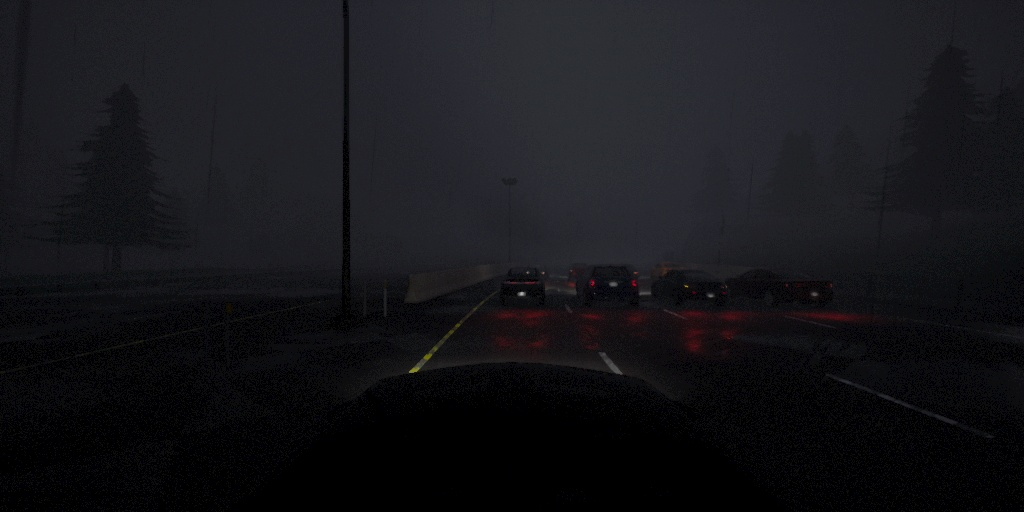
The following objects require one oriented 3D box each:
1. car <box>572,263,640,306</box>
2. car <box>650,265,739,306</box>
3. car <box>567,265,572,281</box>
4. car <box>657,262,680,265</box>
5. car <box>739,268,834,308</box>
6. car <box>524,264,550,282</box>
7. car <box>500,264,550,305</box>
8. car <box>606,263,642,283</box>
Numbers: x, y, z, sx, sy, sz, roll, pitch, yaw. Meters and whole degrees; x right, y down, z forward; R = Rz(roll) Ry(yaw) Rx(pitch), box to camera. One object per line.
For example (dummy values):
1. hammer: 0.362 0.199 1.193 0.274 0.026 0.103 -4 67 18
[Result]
1. car: 4.038 1.113 15.797 2.097 1.767 4.553 0 0 4
2. car: 7.531 1.280 15.563 1.812 1.442 4.674 0 0 4
3. car: 5.659 1.280 30.071 1.812 1.442 4.674 0 0 9
4. car: 12.580 1.232 29.019 1.882 1.535 5.008 0 0 9
5. car: 11.021 1.232 15.299 1.882 1.535 5.008 0 0 4
6. car: 2.203 1.364 30.627 1.895 1.301 4.718 0 0 9
7. car: 0.551 1.242 16.090 2.128 1.511 4.902 0 0 4
8. car: 9.119 1.311 29.545 2.033 1.411 5.357 0 0 9
